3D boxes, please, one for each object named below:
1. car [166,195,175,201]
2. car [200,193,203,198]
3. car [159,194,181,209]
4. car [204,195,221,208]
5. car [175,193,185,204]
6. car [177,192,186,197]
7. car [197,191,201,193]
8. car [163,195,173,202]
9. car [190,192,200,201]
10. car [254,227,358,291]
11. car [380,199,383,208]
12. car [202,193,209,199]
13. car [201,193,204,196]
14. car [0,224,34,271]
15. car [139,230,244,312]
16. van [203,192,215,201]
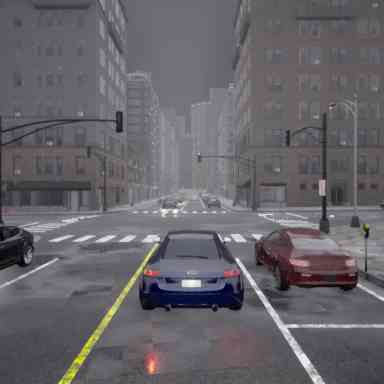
[{"bbox_3d":[-5.203,1.348,79.322,1.802,1.307,4.206,0,0,0],"label":"car"},{"bbox_3d":[3.274,1.388,73.694,1.802,1.307,4.206,0,0,0],"label":"car"},{"bbox_3d":[-2.839,1.433,43.909,1.837,1.490,4.892,0,1,2],"label":"car"},{"bbox_3d":[3.034,1.507,45.929,1.802,1.307,4.206,0,0,0],"label":"car"},{"bbox_3d":[-2.682,1.407,60.150,1.812,1.442,4.674,0,0,1],"label":"car"},{"bbox_3d":[-2.476,1.314,75.322,2.128,1.511,4.902,0,0,0],"label":"car"},{"bbox_3d":[0.601,1.087,84.368,2.128,1.511,4.902,0,0,0],"label":"car"},{"bbox_3d":[-5.251,1.357,73.770,2.008,1.369,4.403,0,0,0],"label":"car"},{"bbox_3d":[0.516,1.318,74.368,1.812,1.442,4.674,0,0,0],"label":"car"},{"bbox_3d":[2.759,1.580,8.720,1.802,1.307,4.206,0,0,0],"label":"car"},{"bbox_3d":[20.801,0.874,31.192,5.566,2.045,2.150,-1,0,0],"label":"car"},{"bbox_3d":[3.816,1.144,93.078,1.882,1.535,5.008,0,0,0],"label":"car"},{"bbox_3d":[3.227,1.424,68.138,1.802,1.307,4.206,0,0,0],"label":"car"},{"bbox_3d":[-5.766,1.564,8.722,1.947,1.339,4.313,0,0,0],"label":"car"},{"bbox_3d":[0.002,1.562,7.799,1.994,1.385,4.181,0,0,0],"label":"car"},{"bbox_3d":[3.081,1.250,51.480,1.690,1.788,3.998,0,0,0],"label":"van"}]
